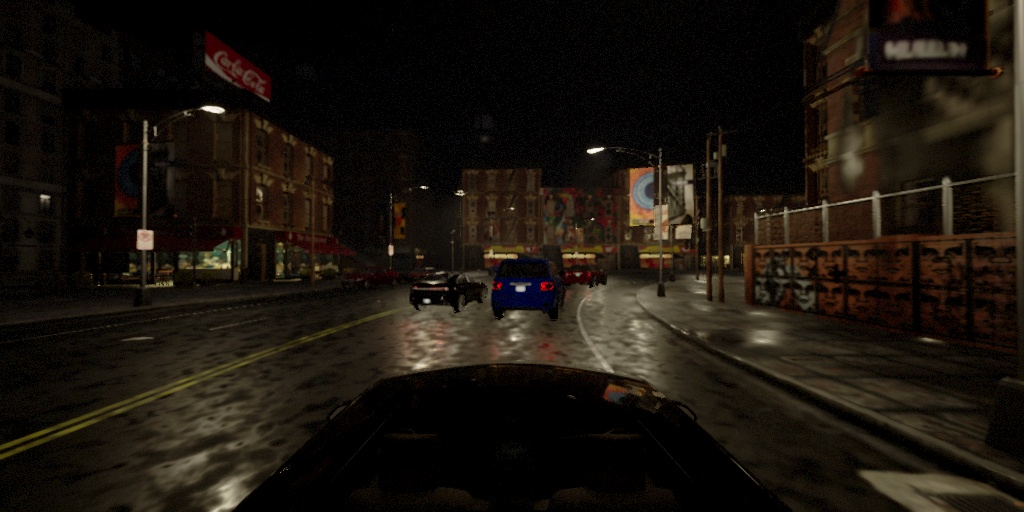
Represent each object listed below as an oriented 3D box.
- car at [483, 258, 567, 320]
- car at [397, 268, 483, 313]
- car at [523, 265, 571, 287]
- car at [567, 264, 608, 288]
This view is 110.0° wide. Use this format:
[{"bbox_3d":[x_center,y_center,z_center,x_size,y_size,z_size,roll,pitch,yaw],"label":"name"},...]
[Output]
[{"bbox_3d":[0.768,1.104,13.501,2.150,2.045,5.566,0,0,11],"label":"car"},{"bbox_3d":[-2.459,1.388,14.957,2.128,1.511,4.902,0,-1,13],"label":"car"},{"bbox_3d":[2.926,1.527,29.064,1.882,1.535,5.008,0,0,31],"label":"car"},{"bbox_3d":[5.632,1.376,26.788,2.097,1.767,4.553,0,-1,30],"label":"car"}]
